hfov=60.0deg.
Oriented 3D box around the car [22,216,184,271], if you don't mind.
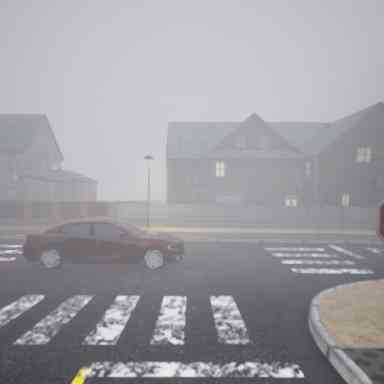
[{"bbox_3d":[-2.742,1.567,10.756,5.008,1.535,1.882,1,1,-1],"label":"car"}]
